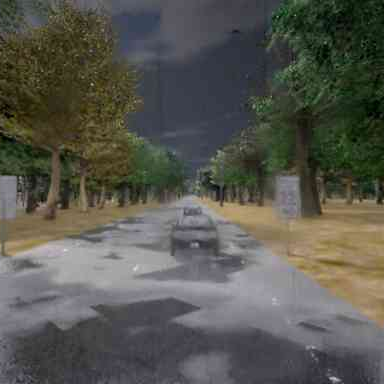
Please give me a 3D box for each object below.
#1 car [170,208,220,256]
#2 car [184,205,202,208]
[{"bbox_3d":[0.104,1.644,13.858,2.128,1.511,4.902,0,-1,0],"label":"car"},{"bbox_3d":[0.109,1.990,35.481,1.895,1.301,4.718,0,-1,0],"label":"car"}]
